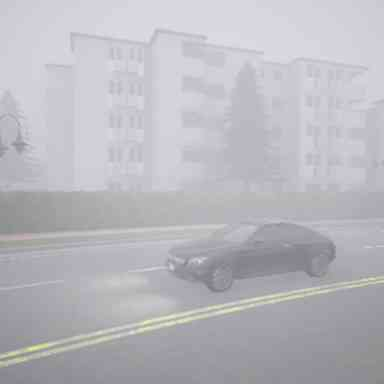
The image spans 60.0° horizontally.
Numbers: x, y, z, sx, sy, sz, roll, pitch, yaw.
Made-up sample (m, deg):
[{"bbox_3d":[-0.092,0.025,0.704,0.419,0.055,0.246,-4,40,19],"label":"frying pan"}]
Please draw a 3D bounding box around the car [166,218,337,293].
[{"bbox_3d":[1.642,1.438,8.592,4.674,1.442,1.812,0,0,-26],"label":"car"}]
